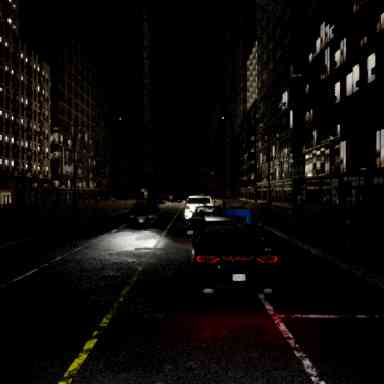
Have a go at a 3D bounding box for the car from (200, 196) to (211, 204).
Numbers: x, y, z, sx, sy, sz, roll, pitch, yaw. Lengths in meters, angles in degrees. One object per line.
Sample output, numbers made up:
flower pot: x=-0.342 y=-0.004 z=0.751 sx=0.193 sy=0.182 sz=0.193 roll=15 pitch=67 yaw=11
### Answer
car: x=2.657 y=1.558 z=66.432 sx=2.008 sy=1.369 sz=4.403 roll=0 pitch=0 yaw=0

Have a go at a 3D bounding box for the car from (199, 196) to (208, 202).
car: x=2.651 y=1.555 z=77.768 sx=1.887 sy=1.381 sz=4.507 roll=0 pitch=0 yaw=0

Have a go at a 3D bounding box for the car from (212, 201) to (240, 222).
car: x=2.676 y=1.527 z=26.926 sx=1.752 sy=1.417 sz=4.829 roll=0 pitch=0 yaw=0

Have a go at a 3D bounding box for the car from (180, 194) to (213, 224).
car: x=0.648 y=1.224 z=24.929 sx=2.150 sy=2.045 sz=5.566 roll=0 pitch=0 yaw=4

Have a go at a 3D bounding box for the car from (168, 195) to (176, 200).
car: x=-5.738 y=1.579 z=94.769 sx=1.947 sy=1.339 sz=4.313 roll=0 pitch=0 yaw=0

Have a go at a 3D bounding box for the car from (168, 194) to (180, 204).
car: x=-3.031 y=1.485 z=63.845 sx=1.882 sy=1.535 sz=5.008 roll=0 pitch=0 yaw=0

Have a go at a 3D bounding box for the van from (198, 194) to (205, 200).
van: x=2.643 y=1.354 z=94.771 sx=1.690 sy=1.788 sz=3.998 roll=0 pitch=0 yaw=0

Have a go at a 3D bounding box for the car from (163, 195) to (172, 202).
car: x=-5.730 y=1.535 z=77.595 sx=1.752 sy=1.417 sz=4.829 roll=0 pitch=0 yaw=0

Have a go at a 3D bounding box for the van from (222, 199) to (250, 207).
van: x=2.678 y=1.342 z=21.088 sx=1.690 sy=1.788 sz=3.998 roll=0 pitch=0 yaw=0

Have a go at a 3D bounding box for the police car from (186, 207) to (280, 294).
police car: x=0.896 y=1.425 z=8.930 sx=1.930 sy=1.638 sz=5.238 roll=0 pitch=0 yaw=0

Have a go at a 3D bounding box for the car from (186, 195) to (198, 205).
car: x=-0.029 y=1.358 z=60.147 sx=2.097 sy=1.767 sz=4.553 roll=0 pitch=0 yaw=0

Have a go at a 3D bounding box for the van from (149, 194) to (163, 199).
van: x=-5.716 y=1.346 z=49.425 sx=1.690 sy=1.788 sz=3.998 roll=0 pitch=0 yaw=0

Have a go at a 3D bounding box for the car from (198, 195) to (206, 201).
car: x=2.645 y=1.557 z=89.104 sx=1.887 sy=1.381 sz=4.507 roll=0 pitch=0 yaw=0

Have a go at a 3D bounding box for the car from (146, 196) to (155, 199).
car: x=-5.710 y=1.528 z=37.919 sx=1.752 sy=1.417 sz=4.829 roll=0 pitch=0 yaw=0

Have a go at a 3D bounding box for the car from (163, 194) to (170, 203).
car: x=-5.721 y=1.557 z=60.761 sx=2.008 sy=1.369 sz=4.403 roll=0 pitch=0 yaw=0

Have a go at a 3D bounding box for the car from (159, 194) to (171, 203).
car: x=-5.727 y=1.324 z=72.097 sx=2.192 sy=1.841 sz=5.009 roll=0 pitch=0 yaw=0

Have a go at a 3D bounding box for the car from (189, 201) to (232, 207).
car: x=0.891 y=1.479 z=18.821 sx=1.882 sy=1.535 sz=5.008 roll=0 pitch=0 yaw=0

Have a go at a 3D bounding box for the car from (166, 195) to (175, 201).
car: x=-5.735 y=1.557 z=89.101 sx=1.887 sy=1.381 sz=4.507 roll=0 pitch=0 yaw=0

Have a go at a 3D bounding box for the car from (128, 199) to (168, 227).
car: x=-3.110 y=1.492 z=22.770 sx=2.128 sy=1.511 sz=4.902 roll=0 pitch=0 yaw=0

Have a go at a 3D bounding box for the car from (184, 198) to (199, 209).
car: x=-0.004 y=1.568 z=46.216 sx=1.994 sy=1.385 sz=4.181 roll=0 pitch=0 yaw=0
